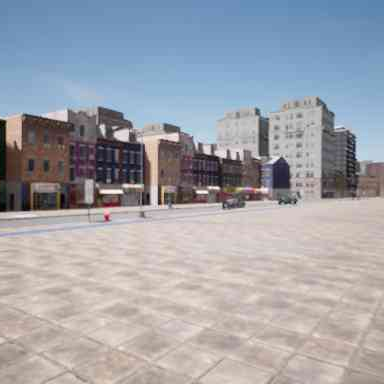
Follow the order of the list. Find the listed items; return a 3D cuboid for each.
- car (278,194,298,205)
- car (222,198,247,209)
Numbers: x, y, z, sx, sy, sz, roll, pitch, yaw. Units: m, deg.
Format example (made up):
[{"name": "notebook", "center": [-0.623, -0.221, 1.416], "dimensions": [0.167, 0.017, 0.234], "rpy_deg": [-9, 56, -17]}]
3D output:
[{"name": "car", "center": [18.125, 1.354, 62.663], "dimensions": [2.150, 2.045, 5.566], "rpy_deg": [1, 0, 35]}, {"name": "car", "center": [5.762, 1.591, 45.439], "dimensions": [1.812, 1.442, 4.674], "rpy_deg": [1, 0, 36]}]
